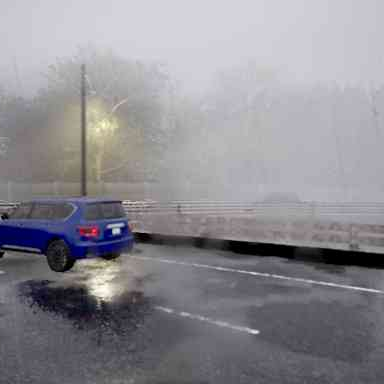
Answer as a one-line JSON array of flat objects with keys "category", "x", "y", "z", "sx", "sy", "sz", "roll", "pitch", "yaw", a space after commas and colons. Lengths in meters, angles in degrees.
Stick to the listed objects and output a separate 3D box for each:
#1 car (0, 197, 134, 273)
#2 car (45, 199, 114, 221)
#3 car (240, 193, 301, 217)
[{"category": "car", "x": -4.445, "y": 1.191, "z": 10.712, "sx": 5.566, "sy": 2.045, "sz": 2.150, "roll": 0, "pitch": 0, "yaw": 30}, {"category": "car", "x": -8.712, "y": 1.380, "z": 26.297, "sx": 4.902, "sy": 1.511, "sz": 2.128, "roll": -1, "pitch": 0, "yaw": -12}, {"category": "car", "x": 7.164, "y": 1.115, "z": 30.278, "sx": 5.566, "sy": 2.045, "sz": 2.150, "roll": -1, "pitch": 0, "yaw": -17}]
